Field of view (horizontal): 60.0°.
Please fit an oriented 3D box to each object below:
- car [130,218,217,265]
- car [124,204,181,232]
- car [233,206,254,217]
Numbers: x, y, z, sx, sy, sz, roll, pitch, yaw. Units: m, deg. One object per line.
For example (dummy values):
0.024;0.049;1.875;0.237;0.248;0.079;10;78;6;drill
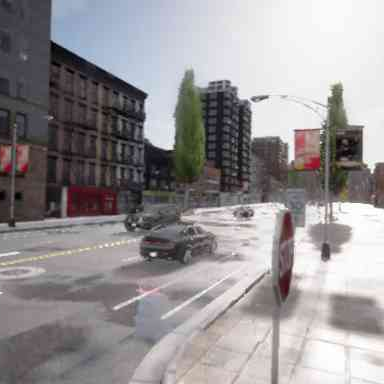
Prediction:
-0.417;2.107;14.433;1.837;1.490;4.892;1;-1;25;car
-2.782;1.929;25.110;2.150;2.045;5.566;1;-1;25;car
7.428;2.756;47.200;2.033;1.411;5.357;1;-1;25;car
